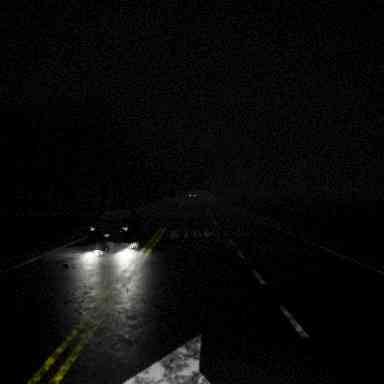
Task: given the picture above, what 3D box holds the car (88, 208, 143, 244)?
[{"bbox_3d":[-3.494,1.515,15.977,1.812,1.442,4.674,0,0,0],"label":"car"}]
